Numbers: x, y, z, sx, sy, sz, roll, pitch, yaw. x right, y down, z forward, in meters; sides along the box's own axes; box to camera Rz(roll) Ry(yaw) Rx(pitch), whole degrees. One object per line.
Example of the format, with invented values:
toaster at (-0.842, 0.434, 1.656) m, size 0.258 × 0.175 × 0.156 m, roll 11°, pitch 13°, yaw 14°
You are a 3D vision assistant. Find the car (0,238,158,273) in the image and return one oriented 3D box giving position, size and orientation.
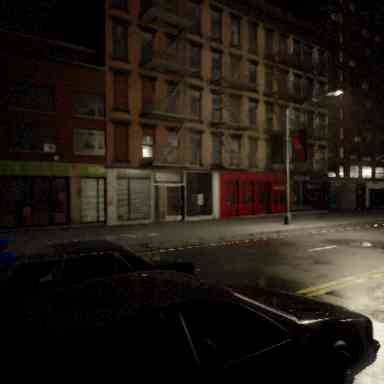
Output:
car at (-2.332, 1.600, 6.015) m, size 4.718 × 1.301 × 1.895 m, roll 0°, pitch 0°, yaw -36°

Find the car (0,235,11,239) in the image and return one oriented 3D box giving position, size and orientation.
car at (-6.552, 1.478, 6.997) m, size 5.008 × 1.535 × 1.882 m, roll 0°, pitch 0°, yaw -36°

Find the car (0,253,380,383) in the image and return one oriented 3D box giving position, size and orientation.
car at (-0.351, 1.546, 3.191) m, size 5.357 × 1.411 × 2.033 m, roll 0°, pitch 0°, yaw -36°
